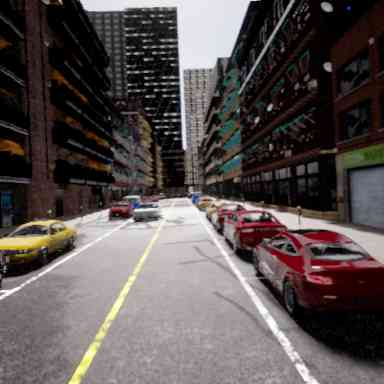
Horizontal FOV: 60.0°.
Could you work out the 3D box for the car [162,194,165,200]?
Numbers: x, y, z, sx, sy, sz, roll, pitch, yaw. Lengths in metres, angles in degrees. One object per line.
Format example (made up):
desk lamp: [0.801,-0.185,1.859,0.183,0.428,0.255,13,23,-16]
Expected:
car: [-7.984,1.166,86.269,1.967,1.590,4.097,-2,0,-2]

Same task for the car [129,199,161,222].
car: [-3.520,1.540,26.544,1.895,1.301,4.718,-3,0,-2]

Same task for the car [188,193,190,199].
car: [0.787,1.045,58.262,1.752,1.417,4.829,-2,0,-2]

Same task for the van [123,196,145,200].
van: [-6.359,1.340,35.085,1.690,1.788,3.998,-2,0,-2]

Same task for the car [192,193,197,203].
car: [1.337,1.198,41.032,1.802,1.307,4.206,-2,0,-2]

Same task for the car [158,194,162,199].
car: [-7.257,1.384,63.522,1.887,1.381,4.507,-2,0,-2]

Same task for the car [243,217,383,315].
car: [2.424,1.417,6.913,1.802,1.307,4.206,-2,0,-2]

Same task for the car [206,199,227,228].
car: [2.060,1.303,18.286,1.887,1.381,4.507,-2,0,-2]

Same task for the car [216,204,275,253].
car: [2.241,1.341,12.600,1.887,1.381,4.507,-2,0,-2]

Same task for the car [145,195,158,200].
car: [-6.895,1.446,52.148,1.887,1.381,4.507,-2,0,-2]

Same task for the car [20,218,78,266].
car: [-5.623,1.672,12.171,1.752,1.417,4.829,-2,0,-2]

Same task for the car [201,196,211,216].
car: [1.873,1.245,24.143,1.752,1.417,4.829,-2,0,-2]

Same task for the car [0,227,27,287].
car: [-5.446,1.734,6.653,2.008,1.369,4.403,-2,0,-2]

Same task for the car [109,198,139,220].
car: [-6.171,1.578,29.401,1.887,1.381,4.507,-2,0,-2]

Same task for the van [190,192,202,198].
van: [0.966,0.894,52.404,1.690,1.788,3.998,-2,0,-2]

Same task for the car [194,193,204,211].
car: [1.510,1.174,35.515,1.752,1.417,4.829,-2,0,-2]
